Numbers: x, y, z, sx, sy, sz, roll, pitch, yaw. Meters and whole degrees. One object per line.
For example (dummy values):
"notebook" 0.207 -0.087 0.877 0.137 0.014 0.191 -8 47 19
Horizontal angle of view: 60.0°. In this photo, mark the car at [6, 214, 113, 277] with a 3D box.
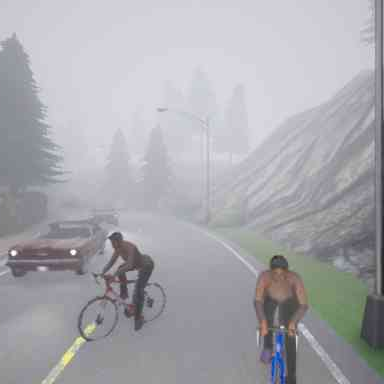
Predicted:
"car" -3.907 1.601 10.464 1.895 1.301 4.718 0 0 -5

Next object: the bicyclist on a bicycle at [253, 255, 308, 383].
"bicyclist on a bicycle" 0.918 1.453 3.485 0.582 1.620 1.656 0 2 17

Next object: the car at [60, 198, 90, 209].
"car" -15.820 1.547 45.359 5.357 1.411 2.033 0 0 37

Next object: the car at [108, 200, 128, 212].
"car" -8.899 1.563 38.197 1.994 1.385 4.181 0 0 -32

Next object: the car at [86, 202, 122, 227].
"car" -6.076 1.601 22.790 1.895 1.301 4.718 0 0 -16

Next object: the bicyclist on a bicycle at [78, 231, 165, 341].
"bicyclist on a bicycle" -1.077 1.453 5.398 1.656 1.620 0.582 -2 1 -44
